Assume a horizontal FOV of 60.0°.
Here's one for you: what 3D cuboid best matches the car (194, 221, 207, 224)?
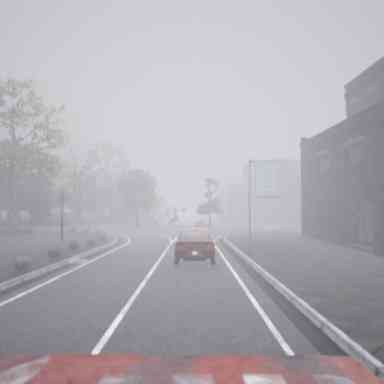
[{"bbox_3d":[0.861,3.514,31.628,1.801,1.575,5.366,0,-4,6],"label":"car"}]

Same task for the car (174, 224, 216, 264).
[{"bbox_3d":[0.124,2.606,16.681,1.882,1.535,5.008,0,-3,0],"label":"car"}]
